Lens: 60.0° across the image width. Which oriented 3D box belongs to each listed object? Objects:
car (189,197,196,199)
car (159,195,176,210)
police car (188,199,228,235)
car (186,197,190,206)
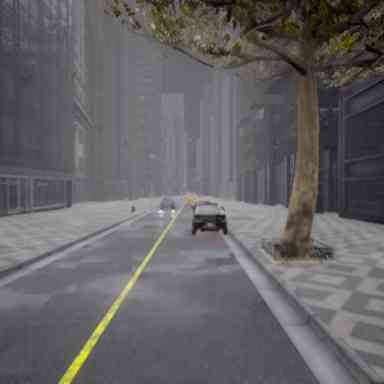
[{"bbox_3d":[0.911,1.478,34.897,1.882,1.535,5.008,0,0,0],"label":"car"},{"bbox_3d":[-3.072,1.516,42.622,1.837,1.490,4.892,0,-1,0],"label":"car"},{"bbox_3d":[0.906,1.414,19.005,1.930,1.638,5.238,0,0,0],"label":"police car"},{"bbox_3d":[0.018,1.503,55.022,1.882,1.535,5.008,0,0,0],"label":"car"}]
